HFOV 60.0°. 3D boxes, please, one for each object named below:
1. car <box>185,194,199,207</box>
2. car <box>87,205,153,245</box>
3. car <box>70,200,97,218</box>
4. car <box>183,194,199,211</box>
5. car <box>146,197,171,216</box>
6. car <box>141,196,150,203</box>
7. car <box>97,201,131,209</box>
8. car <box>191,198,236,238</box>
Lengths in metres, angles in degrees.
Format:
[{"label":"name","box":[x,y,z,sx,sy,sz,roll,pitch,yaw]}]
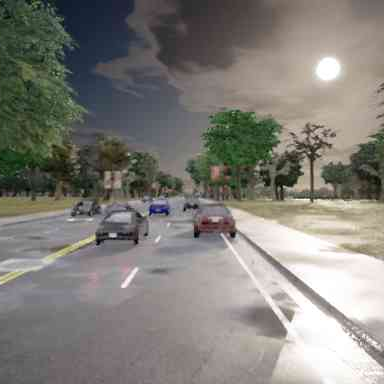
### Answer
[{"label":"car","box":[-0.047,1.345,53.586,2.150,2.045,5.566,0,0,0]},{"label":"car","box":[-3.148,1.555,15.553,1.812,1.442,4.674,0,0,0]},{"label":"car","box":[-9.873,1.559,31.274,1.837,1.490,4.892,0,0,0]},{"label":"car","box":[0.016,1.430,41.050,2.097,1.767,4.553,0,0,0]},{"label":"car","box":[-3.180,1.537,33.640,1.882,1.535,5.008,0,0,0]},{"label":"car","box":[-9.817,1.647,71.895,1.882,1.535,5.008,0,0,0]},{"label":"car","box":[-6.622,1.544,30.219,2.128,1.511,4.902,0,0,0]},{"label":"car","box":[1.122,1.384,18.123,2.097,1.767,4.553,0,0,0]}]
